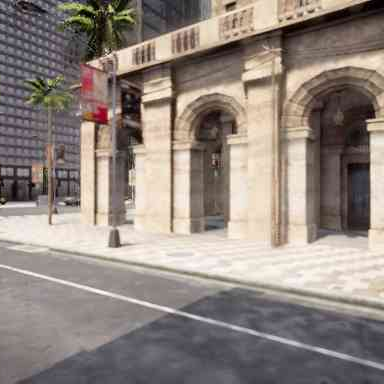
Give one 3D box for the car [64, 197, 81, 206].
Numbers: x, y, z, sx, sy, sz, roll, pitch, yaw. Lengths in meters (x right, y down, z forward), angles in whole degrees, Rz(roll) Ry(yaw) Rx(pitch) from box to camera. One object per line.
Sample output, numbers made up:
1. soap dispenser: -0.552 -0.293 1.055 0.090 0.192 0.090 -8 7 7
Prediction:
1. car: -18.660 1.540 54.589 2.161 1.482 4.786 0 0 35
